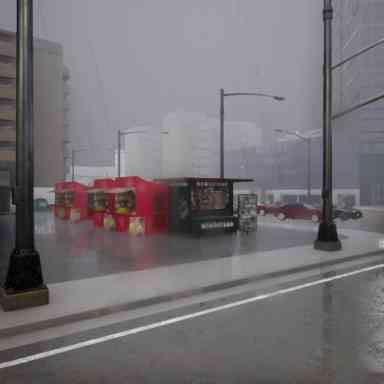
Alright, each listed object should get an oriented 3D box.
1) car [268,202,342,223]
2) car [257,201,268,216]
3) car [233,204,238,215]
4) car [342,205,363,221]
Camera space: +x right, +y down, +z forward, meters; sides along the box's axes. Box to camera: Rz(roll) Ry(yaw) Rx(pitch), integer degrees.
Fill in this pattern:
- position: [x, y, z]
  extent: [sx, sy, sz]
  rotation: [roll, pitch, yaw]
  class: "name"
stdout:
- position: [8.987, 1.587, 26.864]
  extent: [1.882, 1.535, 5.008]
  rotation: [0, -1, -38]
  class: "car"
- position: [6.940, 1.686, 35.686]
  extent: [1.882, 1.535, 5.008]
  rotation: [0, -1, -36]
  class: "car"
- position: [3.536, 1.748, 34.422]
  extent: [1.812, 1.442, 4.674]
  rotation: [0, -1, -36]
  class: "car"
- position: [12.214, 1.669, 28.408]
  extent: [1.994, 1.385, 4.181]
  rotation: [0, -1, -35]
  class: "car"
